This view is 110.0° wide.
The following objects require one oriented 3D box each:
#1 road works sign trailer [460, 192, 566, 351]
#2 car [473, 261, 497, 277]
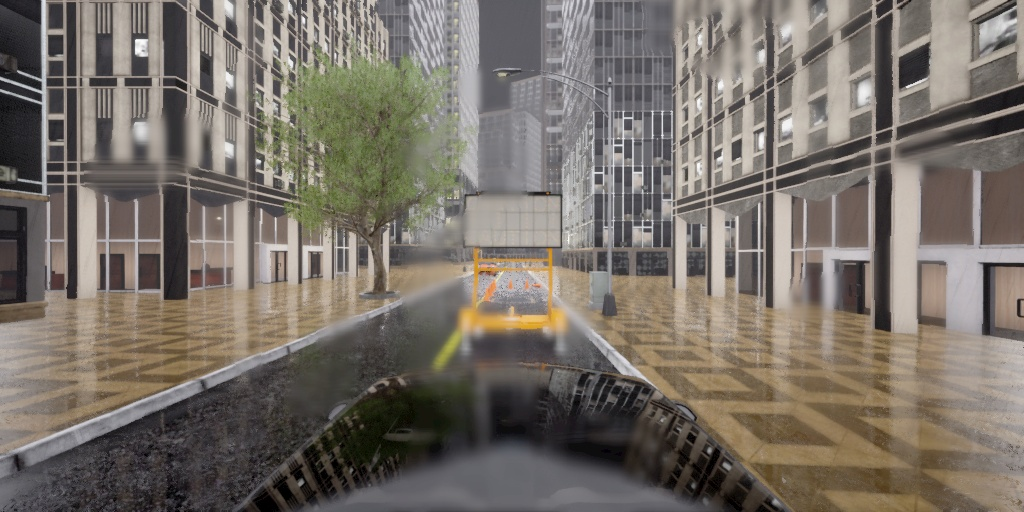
[{"bbox_3d":[0.034,0.214,8.941,2.380,3.560,2.880,0,0,0],"label":"road works sign trailer"},{"bbox_3d":[-2.610,1.123,35.543,2.097,1.767,4.553,0,0,0],"label":"car"}]
